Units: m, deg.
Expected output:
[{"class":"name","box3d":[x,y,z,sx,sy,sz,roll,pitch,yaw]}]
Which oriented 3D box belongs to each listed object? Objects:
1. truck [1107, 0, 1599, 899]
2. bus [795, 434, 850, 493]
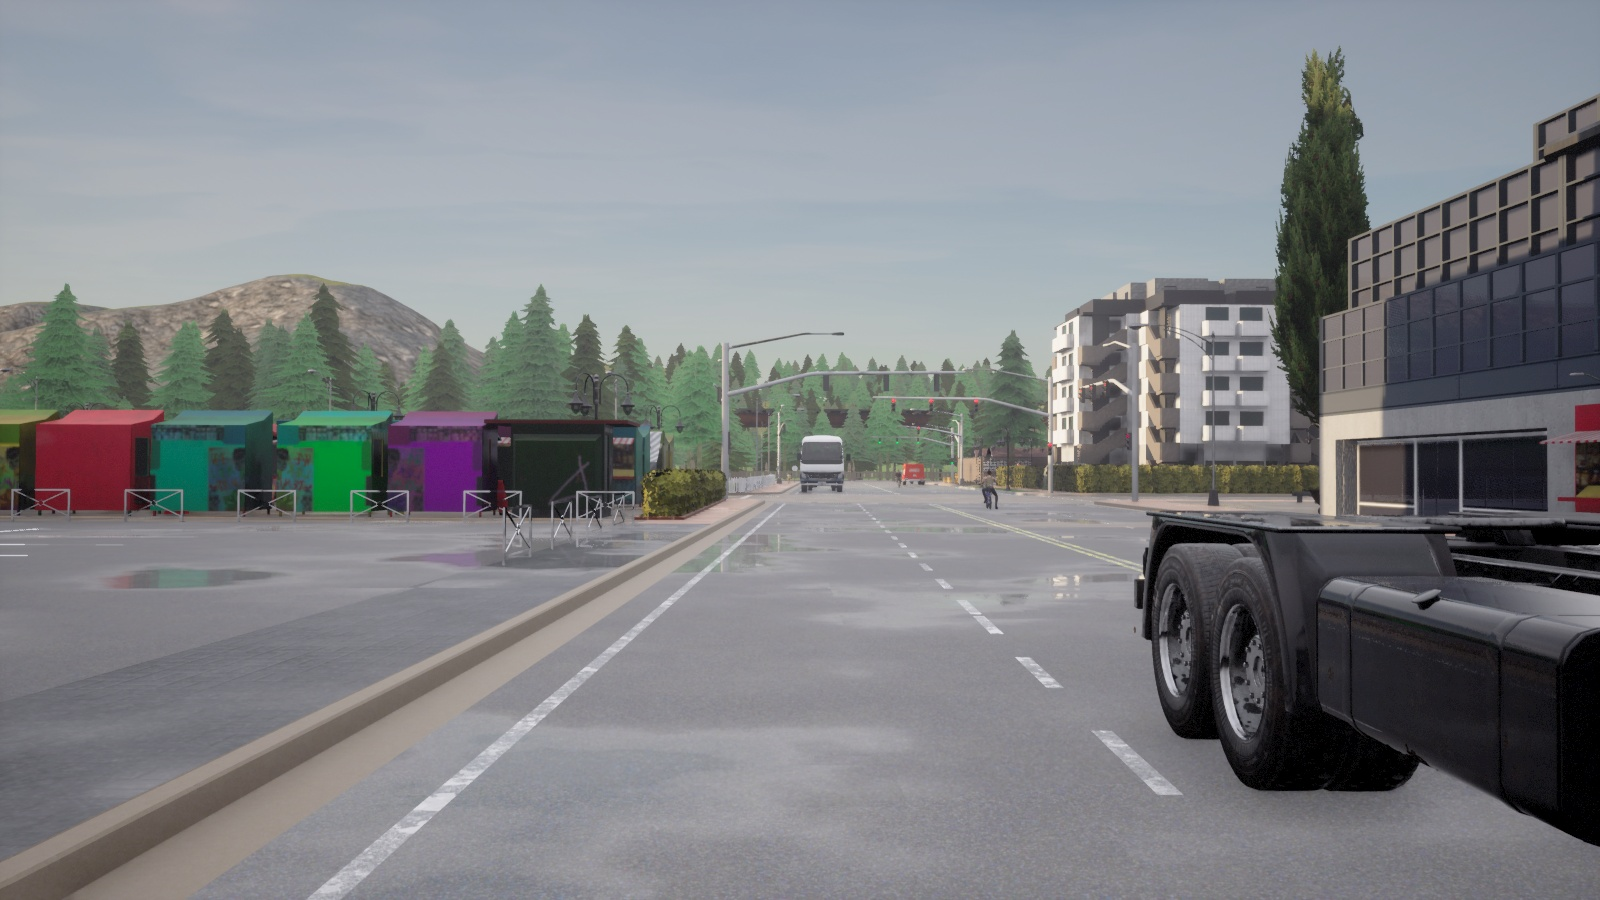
[{"class":"truck","box3d":[3.537,-0.102,4.747,2.891,3.462,7.936,0,-1,1]},{"class":"bus","box3d":[1.699,1.041,96.112,3.944,4.253,10.273,0,-1,1]}]
